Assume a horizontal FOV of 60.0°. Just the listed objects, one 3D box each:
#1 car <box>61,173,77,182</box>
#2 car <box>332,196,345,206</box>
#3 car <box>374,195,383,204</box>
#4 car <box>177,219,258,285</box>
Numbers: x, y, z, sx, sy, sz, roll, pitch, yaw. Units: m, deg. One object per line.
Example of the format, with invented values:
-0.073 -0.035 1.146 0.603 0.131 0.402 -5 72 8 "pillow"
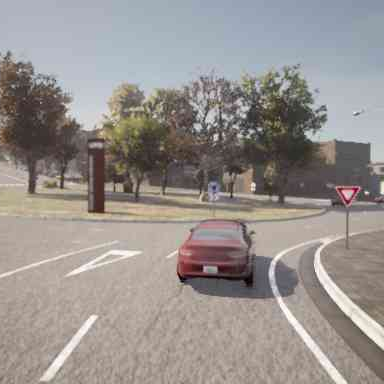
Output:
-31.097 -3.529 87.548 2.231 1.521 4.892 7 6 28 "car"
19.395 1.151 43.409 1.895 1.301 4.718 1 2 26 "car"
29.230 1.114 49.393 5.357 1.411 2.033 2 -1 -34 "car"
0.837 1.488 9.375 1.812 1.442 4.674 0 0 11 "car"
